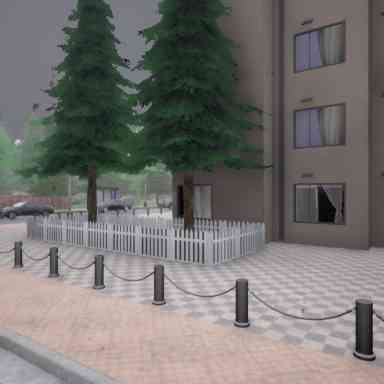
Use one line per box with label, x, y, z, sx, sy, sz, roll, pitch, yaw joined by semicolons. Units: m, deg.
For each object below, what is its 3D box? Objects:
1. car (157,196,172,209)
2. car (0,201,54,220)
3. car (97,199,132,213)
car;-2.541;1.337;44.321;2.097;1.767;4.553;0;0;37
car;-14.299;1.510;28.692;1.812;1.442;4.674;0;0;37
car;-8.710;1.476;36.154;2.128;1.511;4.902;0;0;37
